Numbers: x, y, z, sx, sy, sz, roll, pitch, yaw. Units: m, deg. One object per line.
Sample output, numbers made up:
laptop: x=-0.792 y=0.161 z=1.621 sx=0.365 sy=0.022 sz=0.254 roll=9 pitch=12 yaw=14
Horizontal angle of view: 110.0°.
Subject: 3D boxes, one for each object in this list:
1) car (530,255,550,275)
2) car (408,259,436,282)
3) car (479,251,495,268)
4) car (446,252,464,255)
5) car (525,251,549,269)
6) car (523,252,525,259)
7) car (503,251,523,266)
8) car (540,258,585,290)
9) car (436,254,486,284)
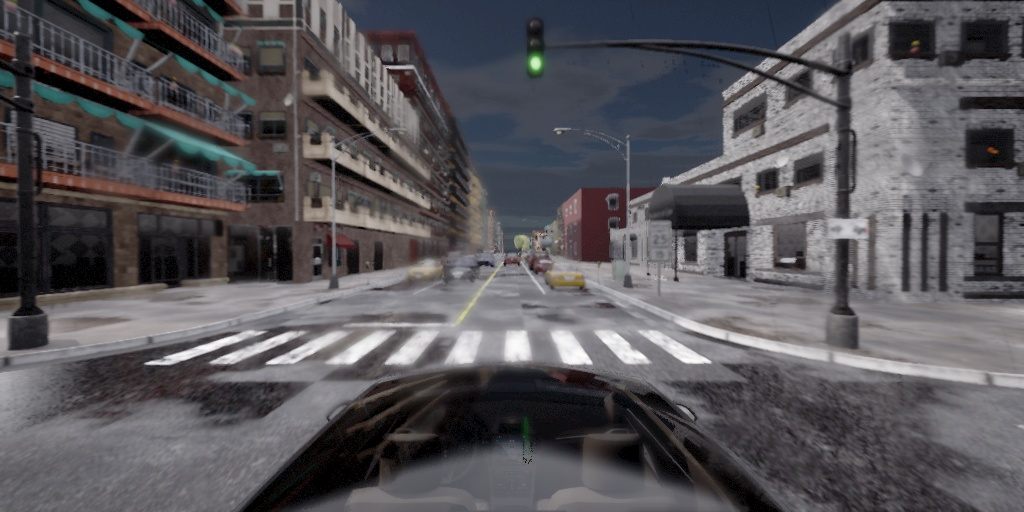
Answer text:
car: x=2.693 y=0.819 z=29.902 sx=1.802 sy=1.307 sz=4.207 roll=0 pitch=0 yaw=0
car: x=-5.689 y=0.882 z=24.195 sx=1.751 sy=1.417 sz=4.829 roll=0 pitch=0 yaw=0
car: x=-3.056 y=0.412 z=41.227 sx=2.097 sy=1.767 sz=4.553 roll=0 pitch=1 yaw=1
car: x=-5.687 y=0.481 z=35.442 sx=2.192 sy=1.841 sz=5.009 roll=0 pitch=0 yaw=0
car: x=2.694 y=0.457 z=35.441 sx=2.192 sy=1.841 sz=5.009 roll=0 pitch=0 yaw=0
car: x=2.696 y=0.414 z=52.055 sx=2.007 sy=1.370 sz=4.403 roll=0 pitch=0 yaw=0
car: x=0.002 y=0.338 z=45.165 sx=2.097 sy=1.767 sz=4.553 roll=0 pitch=1 yaw=0
car: x=2.691 y=0.955 z=18.996 sx=1.751 sy=1.417 sz=4.829 roll=0 pitch=0 yaw=0
car: x=-3.088 y=0.868 z=22.805 sx=2.128 sy=1.511 sz=4.902 roll=0 pitch=1 yaw=0
